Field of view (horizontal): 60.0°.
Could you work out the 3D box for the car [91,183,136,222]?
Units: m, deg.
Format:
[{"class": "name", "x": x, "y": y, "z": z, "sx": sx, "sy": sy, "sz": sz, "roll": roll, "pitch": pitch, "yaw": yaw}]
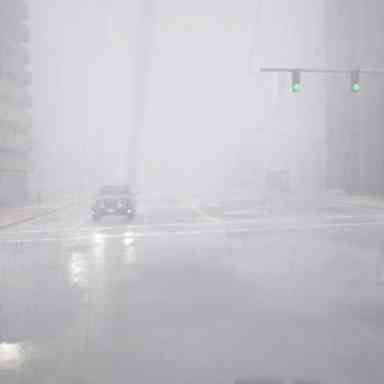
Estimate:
[{"class": "car", "x": -4.564, "y": 0.511, "z": 19.979, "sx": 2.150, "sy": 2.045, "sz": 5.566, "roll": -2, "pitch": 3, "yaw": -7}]
